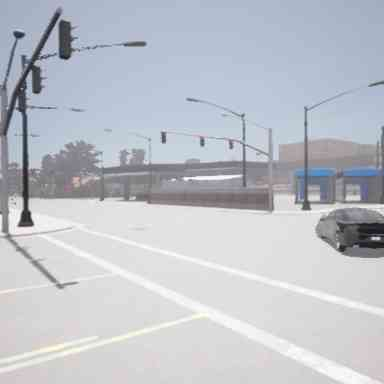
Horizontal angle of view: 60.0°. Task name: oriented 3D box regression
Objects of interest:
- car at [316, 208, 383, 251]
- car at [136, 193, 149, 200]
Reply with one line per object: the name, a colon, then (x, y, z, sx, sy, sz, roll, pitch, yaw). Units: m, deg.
car: (6.474, 1.375, 13.456, 1.882, 1.535, 5.008, 1, 0, 9)
car: (-10.538, 0.954, 76.638, 4.611, 1.667, 2.242, -1, 0, -35)
